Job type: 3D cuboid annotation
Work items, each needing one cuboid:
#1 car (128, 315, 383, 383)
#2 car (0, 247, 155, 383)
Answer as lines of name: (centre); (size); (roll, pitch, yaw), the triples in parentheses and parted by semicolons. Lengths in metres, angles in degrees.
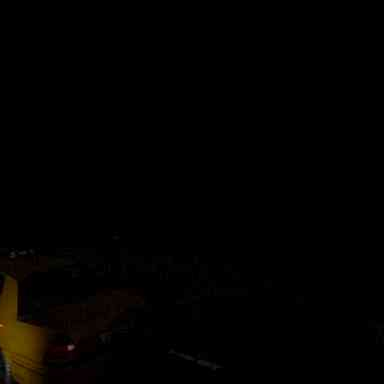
car: (1.989, 1.551, 1.672); (4.403, 1.369, 2.008); (0, 1, 35)
car: (-2.698, 1.523, 5.013); (4.829, 1.417, 1.752); (0, 1, 35)
